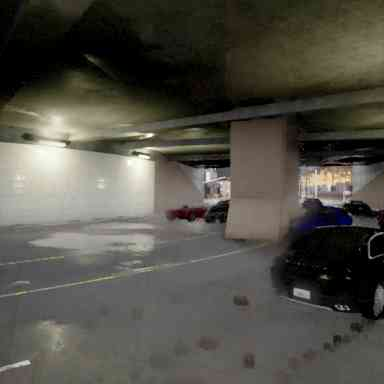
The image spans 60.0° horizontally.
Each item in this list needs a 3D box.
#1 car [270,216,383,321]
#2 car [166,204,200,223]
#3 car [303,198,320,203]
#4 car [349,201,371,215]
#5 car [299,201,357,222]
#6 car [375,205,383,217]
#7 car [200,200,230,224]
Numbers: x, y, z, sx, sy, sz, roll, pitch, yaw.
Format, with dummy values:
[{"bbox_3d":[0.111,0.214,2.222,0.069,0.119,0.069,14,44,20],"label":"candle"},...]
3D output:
[{"bbox_3d":[3.637,1.504,7.403,4.892,1.490,1.837,0,0,-44],"label":"car"},{"bbox_3d":[-0.235,1.600,25.914,1.895,1.301,4.718,0,0,23],"label":"car"},{"bbox_3d":[14.651,1.476,40.583,1.882,1.535,5.008,0,0,12],"label":"car"},{"bbox_3d":[16.732,1.563,34.033,1.994,1.385,4.181,0,0,13],"label":"car"},{"bbox_3d":[6.906,1.477,16.976,1.882,1.535,5.008,0,0,33],"label":"car"},{"bbox_3d":[12.454,1.477,20.363,1.882,1.535,5.008,0,0,26],"label":"car"},{"bbox_3d":[2.595,1.351,24.006,2.097,1.767,4.553,0,0,24],"label":"car"}]
